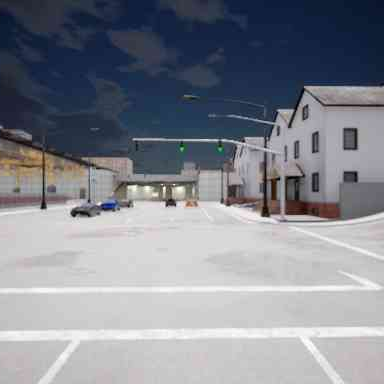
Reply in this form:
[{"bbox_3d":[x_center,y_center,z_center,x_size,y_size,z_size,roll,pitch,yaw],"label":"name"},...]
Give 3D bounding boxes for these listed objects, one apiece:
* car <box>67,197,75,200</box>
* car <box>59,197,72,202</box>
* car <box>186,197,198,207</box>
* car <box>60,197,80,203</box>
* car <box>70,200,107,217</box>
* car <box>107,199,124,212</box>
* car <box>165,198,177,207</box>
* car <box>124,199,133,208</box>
[{"bbox_3d":[-31.867,1.975,83.824,2.038,1.542,4.974,0,0,-37],"label":"car"},{"bbox_3d":[-31.899,1.818,83.867,1.853,1.218,4.536,0,0,-37],"label":"car"},{"bbox_3d":[-0.032,1.726,60.108,2.097,1.767,4.553,0,0,0],"label":"car"},{"bbox_3d":[-32.669,2.008,89.189,2.038,1.542,4.974,0,0,28],"label":"car"},{"bbox_3d":[-10.676,1.759,33.935,2.033,1.411,5.357,0,0,0],"label":"car"},{"bbox_3d":[-10.694,1.750,43.658,1.882,1.535,5.008,0,0,0],"label":"car"},{"bbox_3d":[-3.629,1.867,58.166,1.837,1.490,4.892,0,0,0],"label":"car"},{"bbox_3d":[-10.708,1.862,53.932,1.812,1.442,4.674,0,0,0],"label":"car"}]
